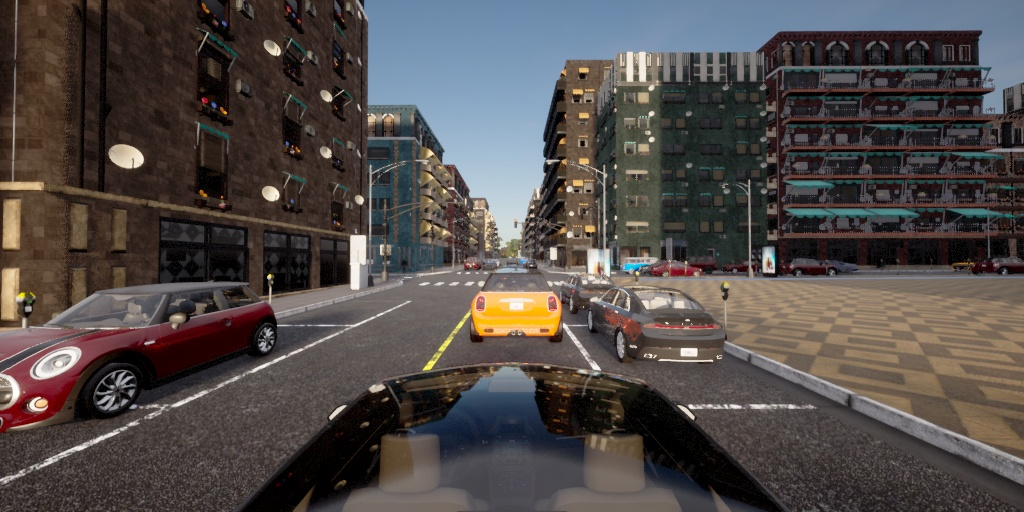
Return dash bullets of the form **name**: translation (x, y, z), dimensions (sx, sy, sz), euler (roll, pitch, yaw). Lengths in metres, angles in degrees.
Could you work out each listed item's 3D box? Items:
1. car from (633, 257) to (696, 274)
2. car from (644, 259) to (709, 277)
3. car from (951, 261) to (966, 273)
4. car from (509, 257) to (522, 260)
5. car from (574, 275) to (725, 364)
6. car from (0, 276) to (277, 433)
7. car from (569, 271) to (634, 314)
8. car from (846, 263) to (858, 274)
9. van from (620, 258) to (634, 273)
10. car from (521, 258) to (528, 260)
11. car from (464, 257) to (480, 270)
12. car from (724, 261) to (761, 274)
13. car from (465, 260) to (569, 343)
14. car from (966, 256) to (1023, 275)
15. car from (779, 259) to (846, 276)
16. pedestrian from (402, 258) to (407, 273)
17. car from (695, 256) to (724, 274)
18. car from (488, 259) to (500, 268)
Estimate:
- **car**: translation (15.203, 1.147, 35.893), dimensions (4.902, 1.511, 2.128), euler (0, -1, 0)
- **car**: translation (13.710, 1.162, 30.102), dimensions (4.207, 1.307, 1.802), euler (0, 0, 0)
- **car**: translation (46.822, 0.895, 35.591), dimensions (5.008, 1.535, 1.882), euler (0, -1, 1)
- **car**: translation (0.084, 1.275, 52.406), dimensions (1.837, 1.490, 4.892), euler (0, 0, 0)
- **car**: translation (2.821, 1.302, 7.906), dimensions (2.007, 1.370, 4.403), euler (0, 0, 0)
- **car**: translation (-5.819, 1.191, 5.671), dimensions (1.967, 1.591, 4.097), euler (0, 0, 0)
- **car**: translation (2.821, 1.304, 13.476), dimensions (2.007, 1.370, 4.403), euler (0, 0, 0)
- **car**: translation (31.197, 1.081, 35.774), dimensions (5.357, 1.411, 2.033), euler (0, -1, 0)
- **van**: translation (13.773, 1.046, 38.482), dimensions (3.998, 1.789, 1.690), euler (0, 0, 0)
- **car**: translation (2.694, 1.334, 51.669), dimensions (1.948, 1.339, 4.313), euler (0, 0, 0)
- **car**: translation (-5.686, 1.083, 51.710), dimensions (2.192, 1.841, 5.009), euler (0, 0, 0)
- **car**: translation (24.828, 1.165, 38.402), dimensions (4.507, 1.381, 1.888), euler (0, 0, 0)
- **car**: translation (0.098, 1.104, 9.886), dimensions (2.097, 1.767, 4.553), euler (0, 0, 0)
- **car**: translation (41.346, 0.811, 29.902), dimensions (4.097, 1.591, 1.967), euler (0, 0, 0)
- **car**: translation (24.765, 0.935, 30.022), dimensions (4.097, 1.591, 1.967), euler (0, 0, 0)
- **pedestrian**: translation (-12.526, 1.097, 41.635), dimensions (0.375, 1.860, 0.375), euler (0, 0, 0)
- **car**: translation (19.300, 0.977, 38.442), dimensions (5.009, 1.841, 2.192), euler (0, 0, 0)
- **car**: translation (-3.076, 1.298, 60.957), dimensions (1.812, 1.442, 4.674), euler (0, 0, 0)
